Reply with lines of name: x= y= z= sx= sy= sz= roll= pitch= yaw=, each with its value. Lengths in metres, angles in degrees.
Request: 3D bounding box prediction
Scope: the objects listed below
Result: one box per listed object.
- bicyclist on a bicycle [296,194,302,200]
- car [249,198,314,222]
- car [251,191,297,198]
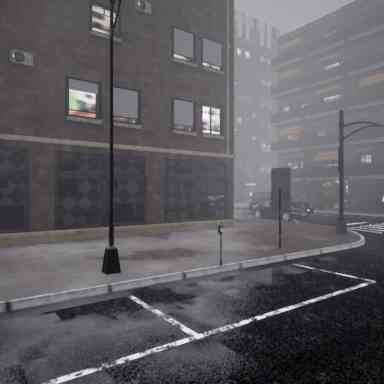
bicyclist on a bicycle: x=11.522 y=1.011 z=36.196 sx=1.656 sy=1.620 sz=0.582 roll=0 pitch=1 yaw=-36
car: x=6.262 y=1.342 z=24.181 sx=2.008 sy=1.369 sz=4.403 roll=1 pitch=0 yaw=-36
car: x=7.170 y=0.988 z=27.322 sx=2.150 sy=2.045 sz=5.566 roll=0 pitch=1 yaw=-36
